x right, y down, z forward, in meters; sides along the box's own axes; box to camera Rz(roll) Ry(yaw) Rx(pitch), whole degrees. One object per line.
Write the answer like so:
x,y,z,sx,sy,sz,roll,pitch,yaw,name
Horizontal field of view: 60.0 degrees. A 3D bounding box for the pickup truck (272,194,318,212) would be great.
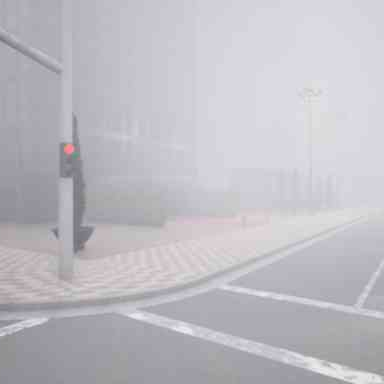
11.564,1.179,38.159,6.274,2.098,2.390,0,0,-24,pickup truck
